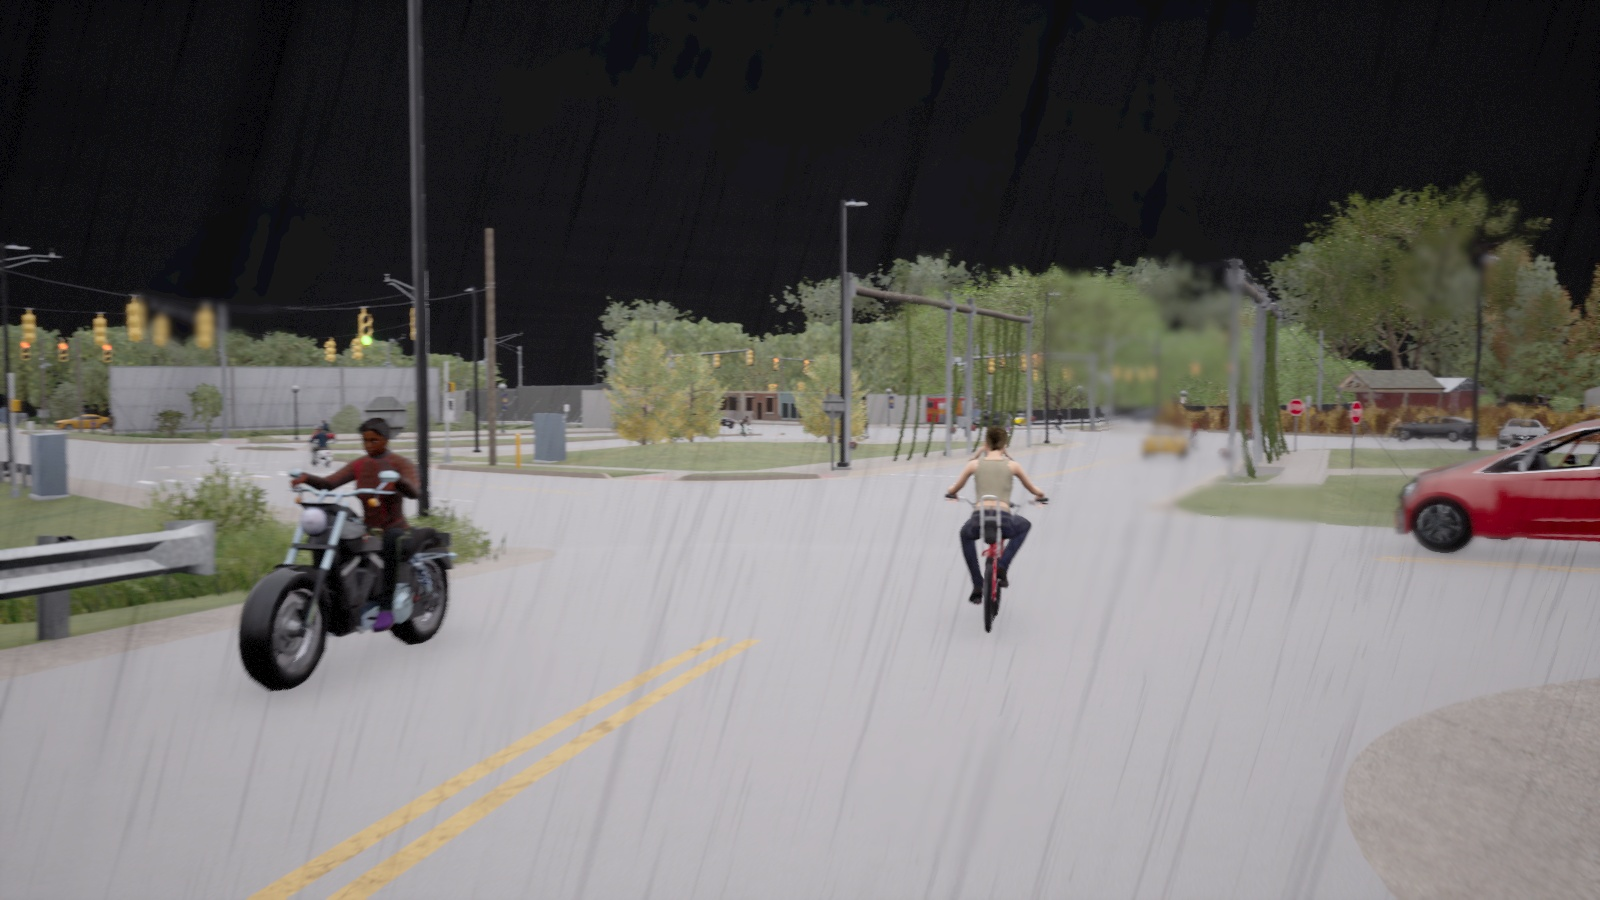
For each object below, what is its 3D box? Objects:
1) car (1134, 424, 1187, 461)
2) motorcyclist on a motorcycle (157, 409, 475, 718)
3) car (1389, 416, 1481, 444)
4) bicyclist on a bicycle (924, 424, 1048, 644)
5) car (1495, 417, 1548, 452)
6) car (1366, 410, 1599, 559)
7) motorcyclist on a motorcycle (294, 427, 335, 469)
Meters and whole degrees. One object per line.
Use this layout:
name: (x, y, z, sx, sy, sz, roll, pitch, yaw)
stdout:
car: (17.154, -0.385, 59.562, 1.801, 1.575, 5.366, 2, 2, 22)
motorcyclist on a motorcycle: (-2.930, 0.592, 7.956, 0.766, 1.649, 2.350, 1, 1, 10)
car: (38.416, -1.241, 76.071, 2.007, 1.525, 4.514, -3, 4, -37)
bicyclist on a bicycle: (1.531, 0.615, 10.109, 0.866, 1.612, 1.509, 1, 1, 12)
car: (35.433, -0.795, 61.741, 2.152, 1.651, 5.027, 1, 1, 29)
car: (9.637, 0.360, 15.094, 2.242, 1.667, 4.611, -3, 1, -42)
motorcyclist on a motorcycle: (-19.134, -0.112, 49.458, 0.866, 1.590, 1.817, -3, 3, -42)
